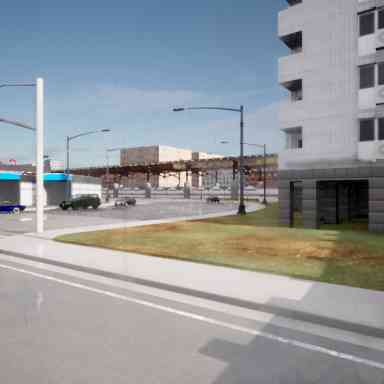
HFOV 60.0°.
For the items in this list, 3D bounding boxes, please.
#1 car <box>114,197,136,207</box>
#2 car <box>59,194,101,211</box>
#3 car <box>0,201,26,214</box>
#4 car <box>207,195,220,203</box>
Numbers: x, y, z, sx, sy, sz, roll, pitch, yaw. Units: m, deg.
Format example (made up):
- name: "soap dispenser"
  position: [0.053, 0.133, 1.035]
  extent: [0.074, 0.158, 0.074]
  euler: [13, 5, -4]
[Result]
- name: "car"
  position: [-10.295, 1.492, 51.630]
  extent: [2.128, 1.511, 4.902]
  euler: [0, 0, 14]
- name: "car"
  position: [-14.058, 1.221, 42.216]
  extent: [2.150, 2.045, 5.566]
  euler: [0, 0, 29]
- name: "car"
  position: [-19.692, 1.601, 33.894]
  extent: [1.895, 1.301, 4.718]
  euler: [0, 0, 37]
- name: "car"
  position: [4.410, 1.502, 69.673]
  extent: [1.837, 1.490, 4.892]
  euler: [0, 0, -12]
